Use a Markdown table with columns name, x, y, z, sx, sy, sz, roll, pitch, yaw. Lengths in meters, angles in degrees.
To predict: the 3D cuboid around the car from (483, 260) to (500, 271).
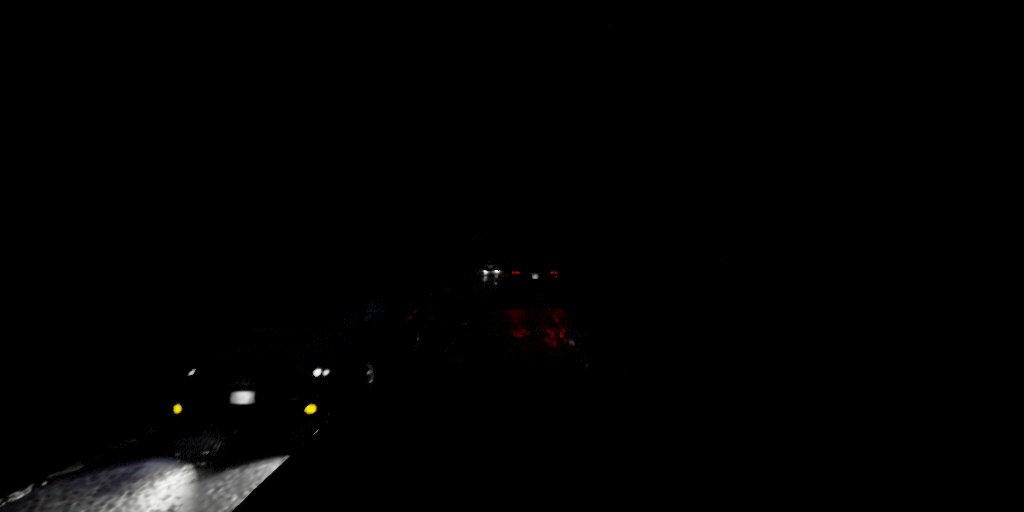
| name | x | y | z | sx | sy | sz | roll | pitch | yaw |
| --- | --- | --- | --- | --- | --- | --- | --- | --- | --- |
| car | -2.813 | 1.211 | 49.322 | 1.812 | 1.442 | 4.674 | 0 | 0 | 0 |

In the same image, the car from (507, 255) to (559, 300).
| name | x | y | z | sx | sy | sz | roll | pitch | yaw |
| --- | --- | --- | --- | --- | --- | --- | --- | --- | --- |
| car | 0.965 | 0.956 | 17.573 | 2.150 | 2.045 | 5.566 | 0 | 0 | 0 |

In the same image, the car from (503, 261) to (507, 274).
| name | x | y | z | sx | sy | sz | roll | pitch | yaw |
| --- | --- | --- | --- | --- | --- | --- | --- | --- | --- |
| car | 0.043 | 1.178 | 40.524 | 1.882 | 1.535 | 5.008 | 0 | 0 | 1 |

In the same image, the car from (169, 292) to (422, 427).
| name | x | y | z | sx | sy | sz | roll | pitch | yaw |
| --- | --- | --- | --- | --- | --- | --- | --- | --- | --- |
| car | -2.850 | 1.309 | 5.784 | 1.994 | 1.385 | 4.181 | 0 | 0 | 0 |
